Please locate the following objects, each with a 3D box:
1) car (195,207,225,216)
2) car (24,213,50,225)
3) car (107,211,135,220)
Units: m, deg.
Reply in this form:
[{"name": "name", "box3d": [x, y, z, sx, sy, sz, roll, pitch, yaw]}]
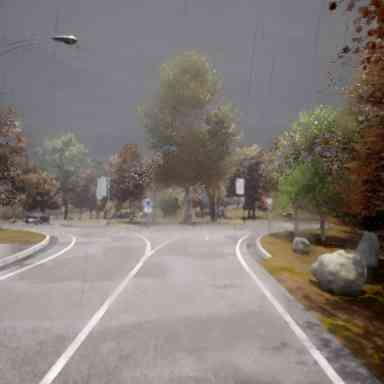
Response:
[{"name": "car", "box3d": [3.204, 3.738, 59.843, 5.566, 2.045, 2.150, -1, -3, 22]}, {"name": "car", "box3d": [-19.219, 3.310, 41.468, 2.128, 1.511, 4.902, 0, -3, -7]}, {"name": "car", "box3d": [-12.386, 4.119, 58.117, 4.892, 1.490, 1.837, 1, -4, -32]}]
